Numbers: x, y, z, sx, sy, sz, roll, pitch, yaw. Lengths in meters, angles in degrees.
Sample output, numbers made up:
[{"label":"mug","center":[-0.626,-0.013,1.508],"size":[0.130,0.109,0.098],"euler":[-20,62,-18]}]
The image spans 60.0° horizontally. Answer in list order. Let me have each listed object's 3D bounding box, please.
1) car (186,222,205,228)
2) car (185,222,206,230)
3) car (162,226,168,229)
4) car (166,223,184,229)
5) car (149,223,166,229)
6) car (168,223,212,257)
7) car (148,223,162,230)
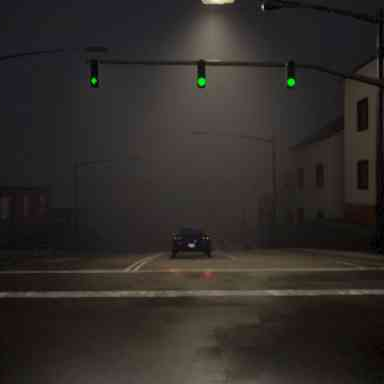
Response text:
[{"label":"car","center":[0.850,8.724,87.416],"size":[4.536,1.218,1.853],"euler":[0,0,28]},{"label":"car","center":[0.897,8.882,87.393],"size":[4.974,1.542,2.038],"euler":[0,0,28]},{"label":"car","center":[-4.454,8.930,86.507],"size":[4.974,1.542,2.038],"euler":[-1,0,-37]},{"label":"car","center":[-4.414,8.772,86.538],"size":[4.536,1.218,1.853],"euler":[-1,0,-37]},{"label":"car","center":[-9.101,8.809,86.447],"size":[4.536,1.218,1.853],"euler":[0,1,43]},{"label":"car","center":[-0.035,2.448,16.680],"size":[1.812,1.442,4.674],"euler":[-1,-8,-1]},{"label":"car","center":[-9.061,8.966,86.413],"size":[4.974,1.542,2.038],"euler":[0,1,43]}]
